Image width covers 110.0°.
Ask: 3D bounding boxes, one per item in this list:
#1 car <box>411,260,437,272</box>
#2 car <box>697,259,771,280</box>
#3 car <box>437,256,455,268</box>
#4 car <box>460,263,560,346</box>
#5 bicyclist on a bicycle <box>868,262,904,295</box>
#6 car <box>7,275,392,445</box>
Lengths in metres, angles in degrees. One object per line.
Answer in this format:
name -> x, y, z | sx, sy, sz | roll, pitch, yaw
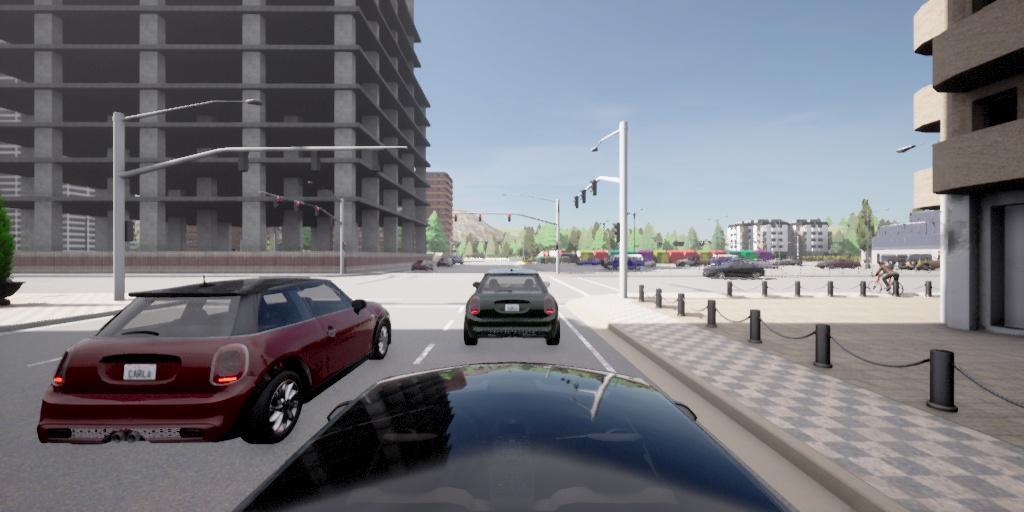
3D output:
car -> -11.375, 1.212, 45.676 | 1.882, 1.535, 5.008 | 0, 0, 0
car -> 19.643, 1.272, 31.868 | 5.008, 1.535, 1.882 | 0, 0, 0
car -> -11.520, 1.081, 61.332 | 2.097, 1.767, 4.553 | 0, 0, 0
car -> -0.020, 1.099, 9.605 | 2.097, 1.767, 4.553 | 0, 0, -1
bicyclist on a bicycle -> 18.070, 1.101, 17.373 | 0.582, 1.620, 1.656 | 0, 0, 0
car -> -3.483, 1.101, 5.471 | 2.097, 1.767, 4.553 | 0, 0, 0
